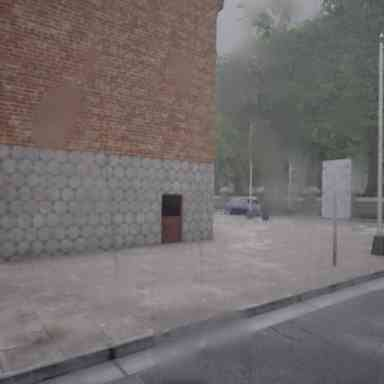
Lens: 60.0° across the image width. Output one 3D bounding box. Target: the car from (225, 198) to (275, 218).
[{"bbox_3d":[4.956,1.317,28.852,2.097,1.767,4.553,2,-1,-36],"label":"car"}]
